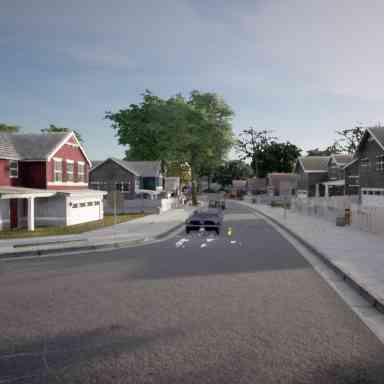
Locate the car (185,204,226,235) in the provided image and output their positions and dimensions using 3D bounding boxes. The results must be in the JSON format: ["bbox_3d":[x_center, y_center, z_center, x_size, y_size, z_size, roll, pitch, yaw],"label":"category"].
[{"bbox_3d":[0.788,1.614,19.155,1.895,1.301,4.718,0,0,8],"label":"car"}]

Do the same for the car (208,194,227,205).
[{"bbox_3d":[3.328,1.298,43.900,2.150,2.045,5.566,0,0,4],"label":"car"}]
